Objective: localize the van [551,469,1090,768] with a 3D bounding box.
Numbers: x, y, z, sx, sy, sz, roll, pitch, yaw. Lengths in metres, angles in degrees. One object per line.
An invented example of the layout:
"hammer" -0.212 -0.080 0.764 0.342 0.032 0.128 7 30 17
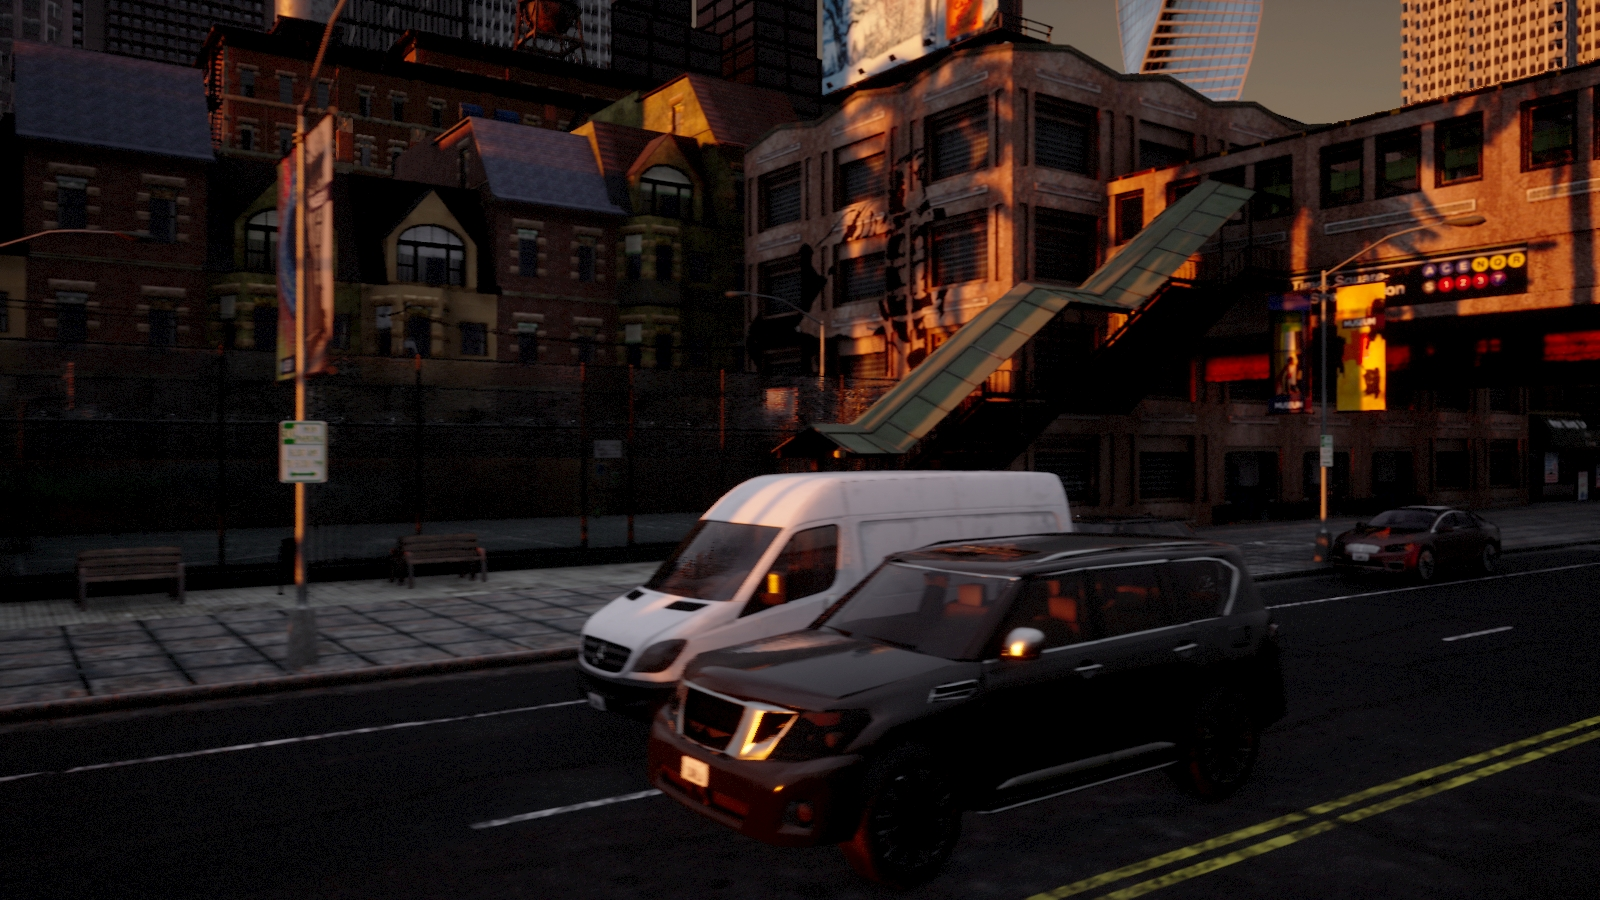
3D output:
"van" 0.434 1.534 12.631 5.915 2.561 1.988 0 0 -35

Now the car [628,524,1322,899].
"car" 1.620 1.779 9.188 5.566 2.045 2.150 0 0 -35
